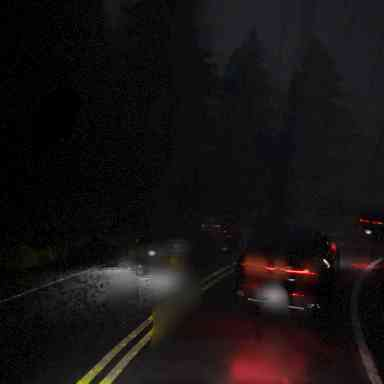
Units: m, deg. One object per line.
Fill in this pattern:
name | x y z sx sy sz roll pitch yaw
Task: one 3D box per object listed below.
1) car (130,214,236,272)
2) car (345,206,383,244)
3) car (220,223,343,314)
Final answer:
car | 0.015 1.420 10.555 1.994 1.385 4.181 2 2 33
car | 9.478 1.409 15.351 4.892 1.490 1.837 -1 5 -33
car | 2.427 1.503 7.857 1.837 1.490 4.892 2 1 25
